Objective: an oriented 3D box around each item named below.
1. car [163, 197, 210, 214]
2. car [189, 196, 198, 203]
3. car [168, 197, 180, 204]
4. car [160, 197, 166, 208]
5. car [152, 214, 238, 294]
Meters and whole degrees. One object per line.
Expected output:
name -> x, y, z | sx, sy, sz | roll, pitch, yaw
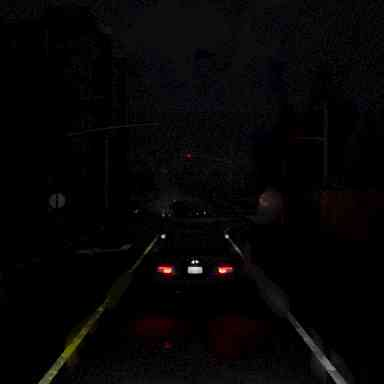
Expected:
car -> -0.319, 1.500, 30.022 | 1.837, 1.490, 4.892 | -2, 1, -35
car -> 0.262, 1.601, 69.680 | 1.895, 1.301, 4.718 | 0, 0, 0
car -> -3.406, 1.601, 63.420 | 1.895, 1.301, 4.718 | 0, 0, 1
car -> -3.483, 1.491, 48.338 | 2.128, 1.511, 4.902 | 0, 0, 0
car -> 0.080, 1.547, 8.908 | 2.033, 1.411, 5.357 | 0, 0, 0
